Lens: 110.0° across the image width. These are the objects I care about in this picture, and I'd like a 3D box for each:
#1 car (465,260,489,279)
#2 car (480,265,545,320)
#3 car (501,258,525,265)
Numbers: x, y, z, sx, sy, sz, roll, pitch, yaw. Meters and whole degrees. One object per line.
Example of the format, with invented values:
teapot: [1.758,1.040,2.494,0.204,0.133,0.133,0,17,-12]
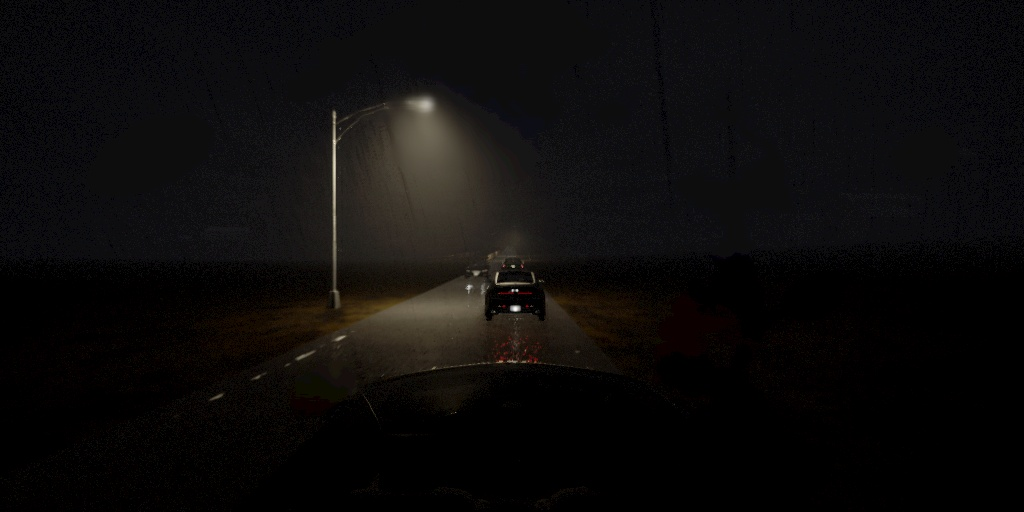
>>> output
car: [-2.758,1.114,29.897,2.128,1.511,4.902,0,1,0]
car: [0.096,1.221,12.524,1.837,1.490,4.892,0,0,0]
car: [0.091,0.922,33.116,2.097,1.767,4.553,0,1,0]
